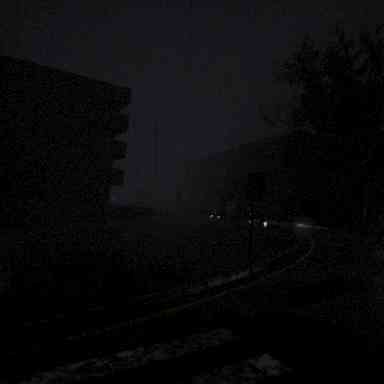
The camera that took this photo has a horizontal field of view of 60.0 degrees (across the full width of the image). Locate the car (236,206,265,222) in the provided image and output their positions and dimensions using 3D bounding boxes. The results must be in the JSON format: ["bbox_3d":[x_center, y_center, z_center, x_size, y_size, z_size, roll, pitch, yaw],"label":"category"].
[{"bbox_3d":[5.974,2.278,35.586,1.882,1.535,5.008,6,-3,-19],"label":"car"}]

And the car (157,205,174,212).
[{"bbox_3d":[-5.250,3.583,65.207,2.150,2.045,5.566,6,-7,-21],"label":"car"}]

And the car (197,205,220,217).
[{"bbox_3d":[2.266,2.578,45.830,2.128,1.511,4.902,6,-4,-20],"label":"car"}]
